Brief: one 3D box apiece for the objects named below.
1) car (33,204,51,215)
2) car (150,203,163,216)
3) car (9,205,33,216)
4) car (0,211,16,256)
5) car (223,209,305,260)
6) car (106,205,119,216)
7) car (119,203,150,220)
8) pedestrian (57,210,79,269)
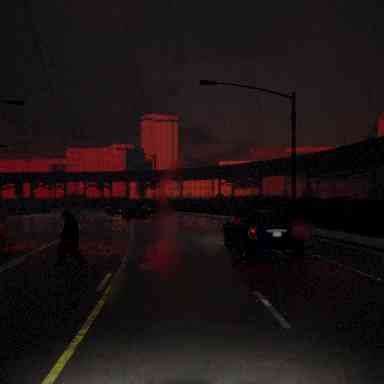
[{"bbox_3d":[-23.347,2.660,51.126,1.882,1.535,5.008,1,-2,-42],"label":"car"},{"bbox_3d":[-5.229,2.145,42.082,2.097,1.767,4.553,0,-1,-24],"label":"car"},{"bbox_3d":[-24.528,2.592,47.141,1.882,1.535,5.008,1,-2,-40],"label":"car"},{"bbox_3d":[-7.848,1.577,10.816,1.882,1.535,5.008,0,-1,-7],"label":"car"},{"bbox_3d":[2.592,1.473,13.126,2.097,1.767,4.553,0,-1,-6],"label":"car"},{"bbox_3d":[-10.097,2.444,44.304,1.994,1.385,4.181,0,-1,-27],"label":"car"},{"bbox_3d":[-6.148,2.127,35.125,1.882,1.535,5.008,0,-1,-19],"label":"car"},{"bbox_3d":[-3.677,1.370,9.857,0.375,1.860,0.375,-1,0,-6],"label":"pedestrian"}]
